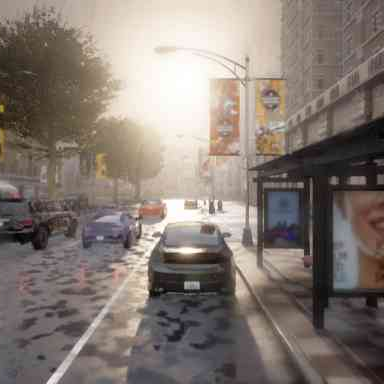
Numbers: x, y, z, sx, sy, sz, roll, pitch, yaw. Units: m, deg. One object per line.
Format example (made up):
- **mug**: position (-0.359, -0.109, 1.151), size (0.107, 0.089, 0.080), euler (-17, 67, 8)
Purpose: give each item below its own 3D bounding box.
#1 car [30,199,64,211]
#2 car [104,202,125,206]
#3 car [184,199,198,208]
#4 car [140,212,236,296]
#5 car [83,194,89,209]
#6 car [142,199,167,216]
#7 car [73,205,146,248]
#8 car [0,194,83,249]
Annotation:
- **car**: position (-18.395, 1.602, 42.605), size (2.033, 1.411, 5.357), euler (0, 0, 0)
- **car**: position (-6.895, 1.573, 29.605), size (1.994, 1.385, 4.181), euler (0, 0, 0)
- **car**: position (-0.146, 1.594, 47.903), size (1.895, 1.301, 4.718), euler (0, 0, 0)
- **car**: position (0.000, 1.504, 8.650), size (1.837, 1.490, 4.892), euler (0, 0, 0)
- **car**: position (-14.895, 1.327, 42.575), size (2.150, 2.045, 5.566), euler (0, 0, 0)
- **car**: position (-3.395, 1.366, 29.575), size (2.097, 1.767, 4.553), euler (0, 0, 0)
- **car**: position (-3.395, 1.533, 14.605), size (1.812, 1.442, 4.674), euler (0, 0, 0)
- **car**: position (-6.895, 1.258, 14.635), size (2.150, 2.045, 5.566), euler (0, 0, 0)
